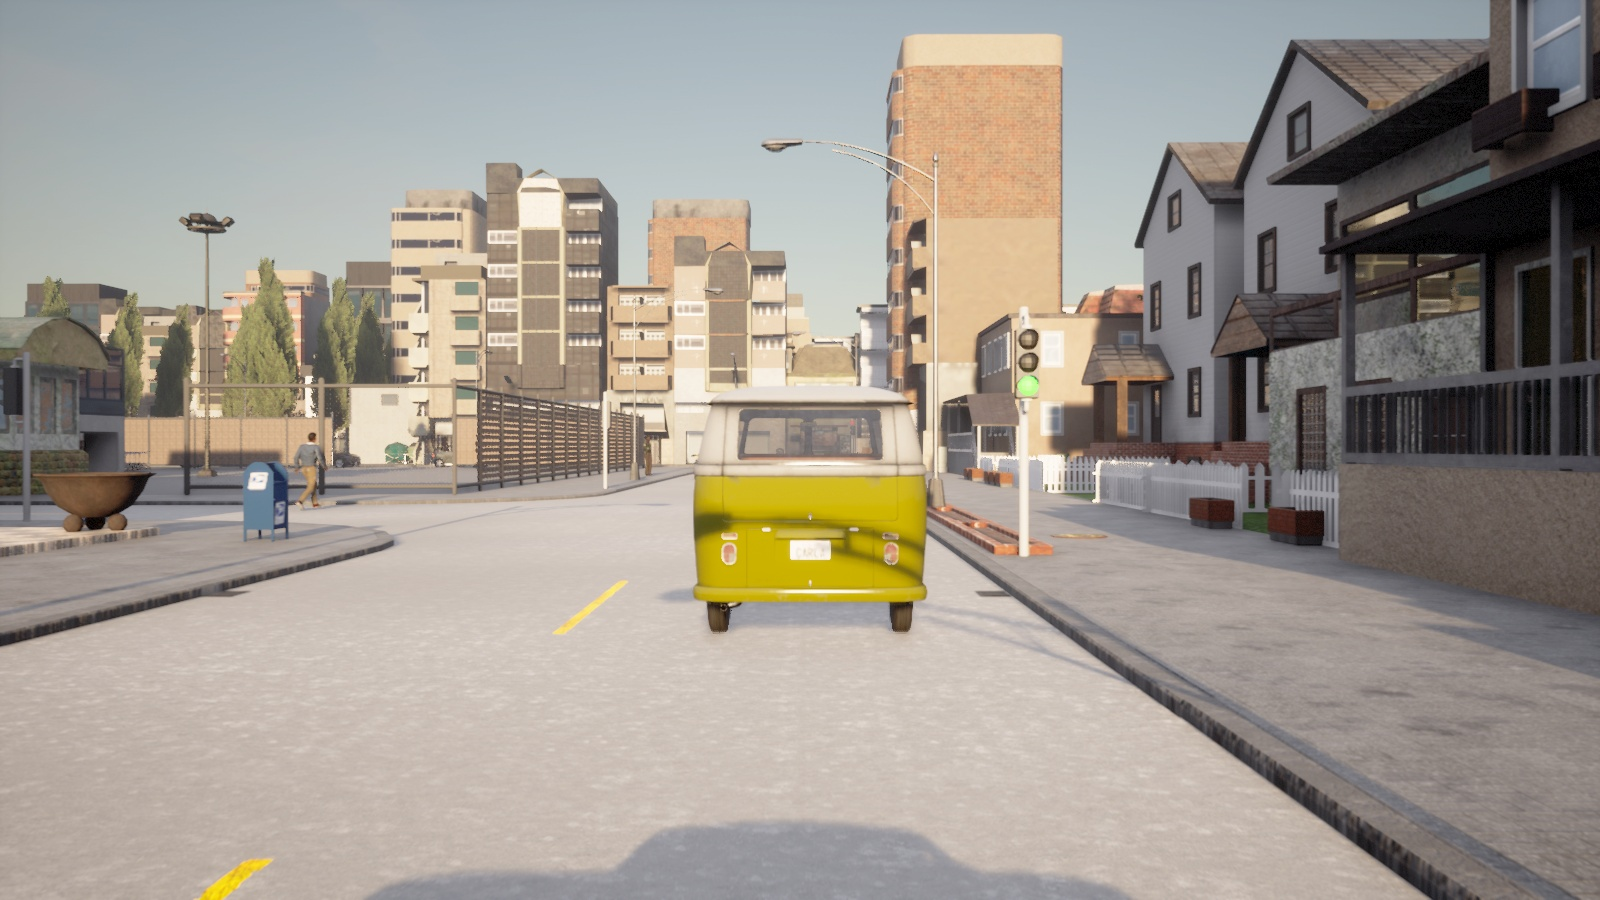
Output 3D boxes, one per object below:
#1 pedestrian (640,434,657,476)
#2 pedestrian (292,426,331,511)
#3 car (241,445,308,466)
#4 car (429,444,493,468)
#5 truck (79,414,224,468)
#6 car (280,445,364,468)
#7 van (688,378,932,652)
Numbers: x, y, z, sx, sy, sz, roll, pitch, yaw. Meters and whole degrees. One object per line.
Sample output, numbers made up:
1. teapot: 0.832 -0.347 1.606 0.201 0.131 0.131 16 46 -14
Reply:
1. pedestrian: -6.951 0.239 57.548 0.692 1.930 0.395 0 0 33
2. pedestrian: -11.263 0.421 28.983 0.423 1.949 0.788 0 0 19
3. car: -36.439 0.362 87.109 3.806 1.475 1.970 0 0 0
4. car: -22.386 0.402 83.046 3.705 1.549 1.789 0 0 0
5. truck: -42.377 -0.572 82.325 7.936 3.462 2.891 0 0 -13
6. car: -31.599 0.420 83.093 4.892 1.490 1.837 0 0 0
7. van: 0.081 0.459 11.350 1.775 1.987 4.442 0 0 0
